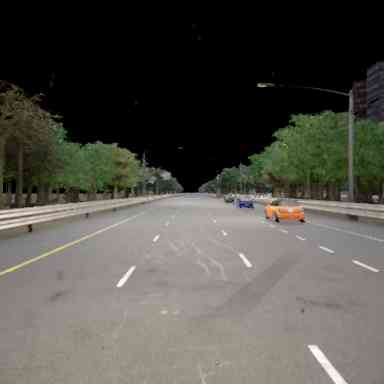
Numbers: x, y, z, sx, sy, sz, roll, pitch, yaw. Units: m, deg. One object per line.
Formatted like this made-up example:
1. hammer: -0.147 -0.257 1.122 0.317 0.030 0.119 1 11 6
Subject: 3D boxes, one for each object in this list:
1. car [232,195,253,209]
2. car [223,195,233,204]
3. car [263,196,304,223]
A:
1. car: 7.072 1.493 45.160 1.882 1.535 5.008 0 0 0
2. car: 7.111 1.505 64.321 1.837 1.490 4.892 0 0 0
3. car: 7.033 1.352 25.793 2.097 1.767 4.553 0 0 0
